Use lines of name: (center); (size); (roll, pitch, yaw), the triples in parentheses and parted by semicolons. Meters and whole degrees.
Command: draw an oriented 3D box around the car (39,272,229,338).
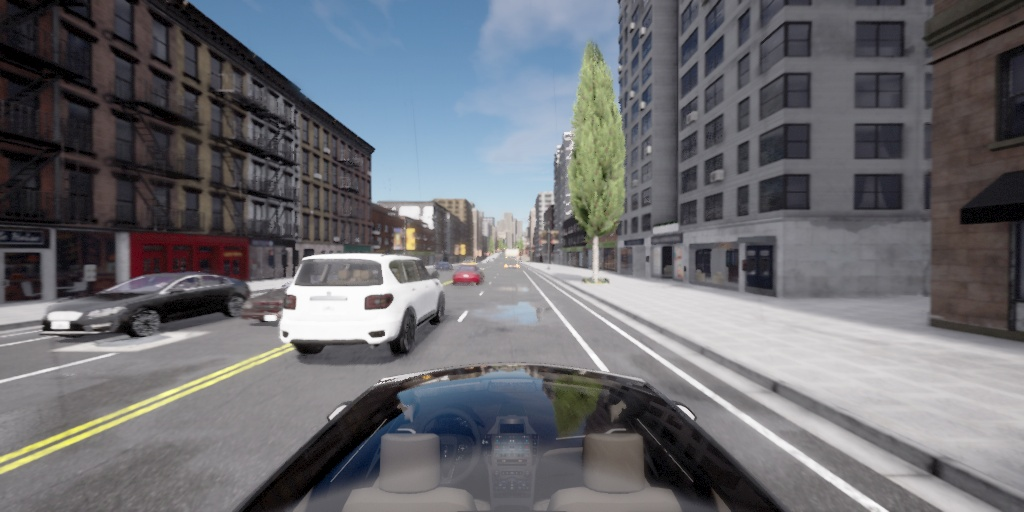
car: (-9.849, 1.244, 10.272); (2.128, 1.511, 4.902); (0, 0, 0)

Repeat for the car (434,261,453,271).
car: (-9.821, 1.462, 51.747); (1.994, 1.385, 4.181); (0, 0, 0)

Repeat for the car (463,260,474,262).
car: (-6.564, 1.392, 53.837); (1.882, 1.535, 5.008); (0, 0, 0)

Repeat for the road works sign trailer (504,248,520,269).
road works sign trailer: (0.022, 0.450, 62.610); (2.380, 3.560, 2.880); (0, 0, 3)

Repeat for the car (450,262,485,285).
car: (-3.152, 1.340, 26.473); (1.994, 1.385, 4.181); (0, 0, 0)

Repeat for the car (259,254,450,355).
car: (-3.154, 0.973, 8.843); (2.150, 2.045, 5.566); (0, 0, 0)

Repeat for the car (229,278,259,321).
car: (-6.601, 1.302, 12.429); (2.033, 1.411, 5.357); (0, 0, 0)
